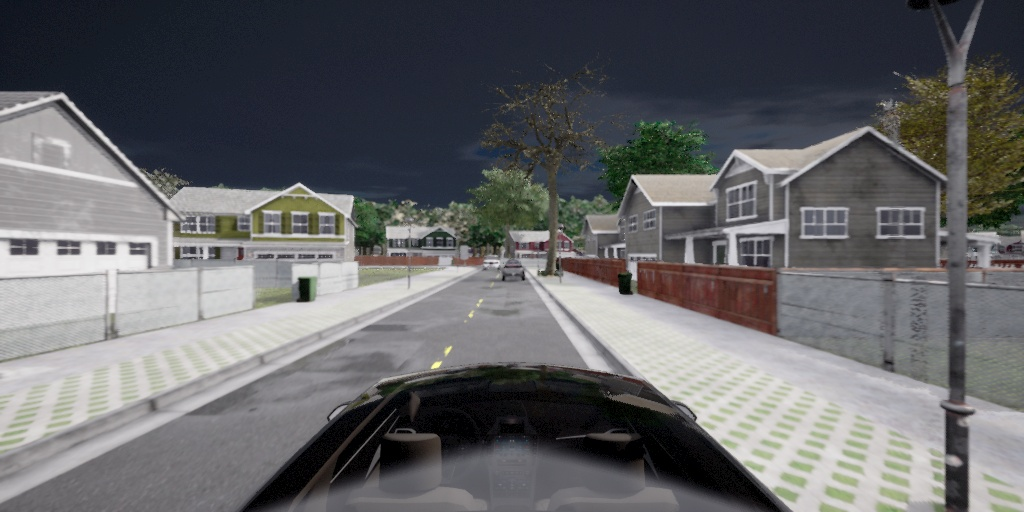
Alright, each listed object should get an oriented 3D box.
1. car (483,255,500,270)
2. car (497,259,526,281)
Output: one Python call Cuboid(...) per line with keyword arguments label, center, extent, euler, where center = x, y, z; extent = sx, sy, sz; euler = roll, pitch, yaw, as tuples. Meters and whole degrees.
Cuboid(label="car", center=(-2.745, 0.892, 49.205), extent=(2.150, 2.045, 5.566), euler=(0, 0, 0))
Cuboid(label="car", center=(0.109, 1.200, 29.727), extent=(2.128, 1.511, 4.902), euler=(0, 0, 0))
